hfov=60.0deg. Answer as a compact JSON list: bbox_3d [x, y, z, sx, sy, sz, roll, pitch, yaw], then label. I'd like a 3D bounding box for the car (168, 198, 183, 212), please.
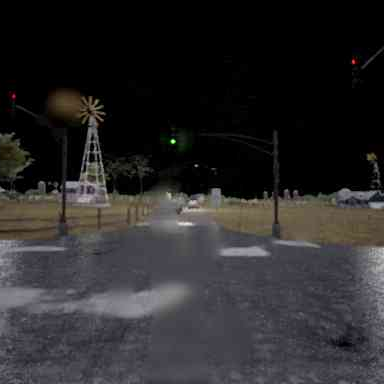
[{"bbox_3d":[-2.615,2.050,53.534,2.150,2.045,5.566,0,-1,1],"label":"car"}]

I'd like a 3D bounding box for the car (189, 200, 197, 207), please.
[{"bbox_3d":[0.235,2.543,71.526,1.812,1.442,4.674,0,-1,0],"label":"car"}]

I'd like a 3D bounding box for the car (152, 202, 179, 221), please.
[{"bbox_3d":[-2.666,2.020,32.399,2.033,1.411,5.357,0,-1,1],"label":"car"}]

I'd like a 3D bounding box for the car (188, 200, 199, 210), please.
[{"bbox_3d":[0.217,2.514,61.050,2.033,1.411,5.357,0,-1,0],"label":"car"}]

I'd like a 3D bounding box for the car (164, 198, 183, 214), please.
[{"bbox_3d":[-2.650,1.869,43.043,2.150,2.045,5.566,0,-1,-1],"label":"car"}]
